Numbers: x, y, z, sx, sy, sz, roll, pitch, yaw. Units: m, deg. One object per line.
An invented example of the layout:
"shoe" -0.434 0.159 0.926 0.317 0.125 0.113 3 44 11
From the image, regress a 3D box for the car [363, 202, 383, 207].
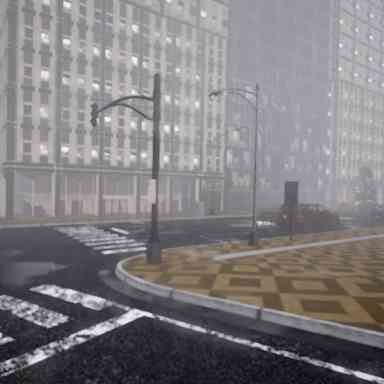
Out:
"car" 21.981 1.885 41.618 4.313 1.339 1.947 1 1 -35

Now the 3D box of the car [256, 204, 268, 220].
"car" 7.812 1.802 28.853 4.181 1.385 1.994 0 1 -35

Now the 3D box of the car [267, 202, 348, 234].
"car" 7.791 1.659 22.253 5.009 1.841 2.192 1 1 -35

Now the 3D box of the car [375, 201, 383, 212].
"car" 26.647 1.943 44.837 4.206 1.307 1.802 1 1 -35

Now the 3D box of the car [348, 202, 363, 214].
"car" 17.174 1.800 38.302 4.829 1.417 1.752 1 1 -35

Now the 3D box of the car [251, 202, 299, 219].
"car" 7.981 1.743 31.962 4.403 1.369 2.008 1 1 -35

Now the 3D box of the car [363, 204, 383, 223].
"car" 17.119 1.972 28.694 4.507 1.381 1.887 1 1 -35
